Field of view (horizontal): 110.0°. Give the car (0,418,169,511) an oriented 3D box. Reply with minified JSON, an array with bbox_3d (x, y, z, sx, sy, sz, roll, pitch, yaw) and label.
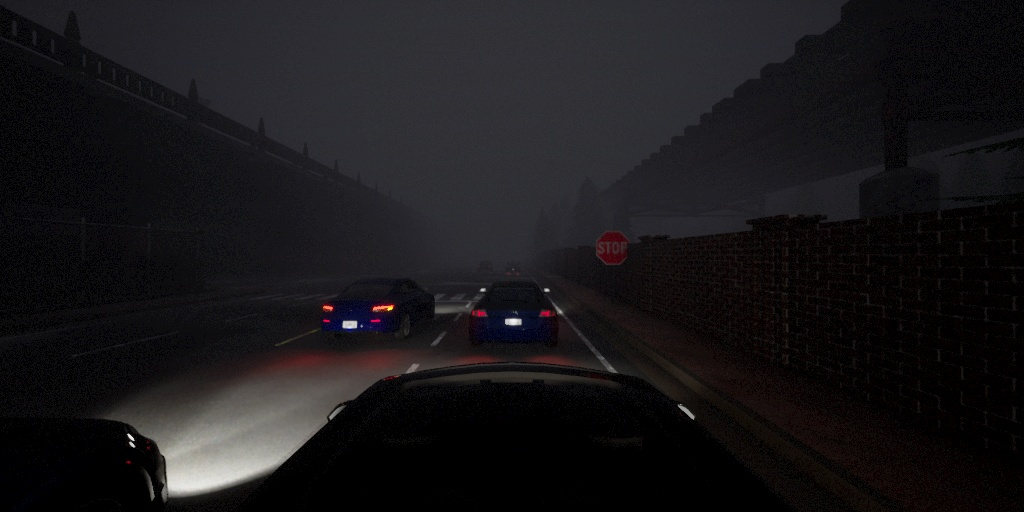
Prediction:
[{"bbox_3d":[-3.399,1.314,0.742,1.994,1.385,4.181,0,0,0],"label":"car"}]

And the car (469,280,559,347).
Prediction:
[{"bbox_3d":[0.070,1.313,9.315,1.994,1.385,4.181,0,0,1],"label":"car"}]

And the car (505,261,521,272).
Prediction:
[{"bbox_3d":[0.104,1.345,46.131,1.895,1.301,4.718,0,0,-1],"label":"car"}]

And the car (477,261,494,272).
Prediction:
[{"bbox_3d":[-3.391,1.291,45.962,2.033,1.411,5.357,0,0,-1],"label":"car"}]

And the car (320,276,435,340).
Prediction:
[{"bbox_3d":[-3.412,1.275,9.838,1.812,1.442,4.674,0,0,0],"label":"car"}]
